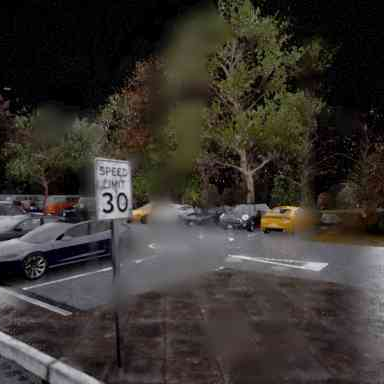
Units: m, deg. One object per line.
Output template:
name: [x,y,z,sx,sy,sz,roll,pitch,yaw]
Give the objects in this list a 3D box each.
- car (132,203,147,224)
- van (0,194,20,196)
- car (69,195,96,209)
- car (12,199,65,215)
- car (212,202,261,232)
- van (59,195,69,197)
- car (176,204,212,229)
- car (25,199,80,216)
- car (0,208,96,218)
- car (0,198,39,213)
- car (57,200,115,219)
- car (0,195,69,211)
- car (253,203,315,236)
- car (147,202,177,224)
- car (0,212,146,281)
car: [-3.168,1.567,26.099,1.946,1.575,5.366,0,0,36]
van: [-18.799,1.317,37.533,1.878,1.987,4.442,0,0,36]
car: [-7.526,1.300,29.524,2.435,2.045,5.566,0,0,36]
car: [-16.490,1.563,36.028,2.163,1.488,4.792,0,0,36]
car: [3.586,1.471,21.467,2.185,1.767,4.553,0,0,36]
van: [-12.058,1.309,32.921,1.878,1.987,4.442,0,0,36]
car: [1.408,1.618,22.972,2.163,1.488,4.792,0,0,36]
car: [-14.353,1.561,34.478,2.163,1.488,4.792,0,0,36]
car: [-6.257,1.596,12.417,2.097,1.535,5.008,0,0,36]
car: [-20.986,1.554,39.260,2.097,1.535,5.008,0,0,36]
car: [-9.801,1.571,31.105,2.163,1.488,4.792,0,0,36]
car: [-8.490,1.335,14.065,2.435,2.045,5.566,0,0,36]
car: [5.807,1.606,19.811,2.097,1.535,5.008,0,0,36]
car: [-0.819,1.619,24.620,2.002,1.452,4.674,0,0,36]
car: [-4.030,1.635,10.759,2.163,1.488,4.792,0,0,36]
